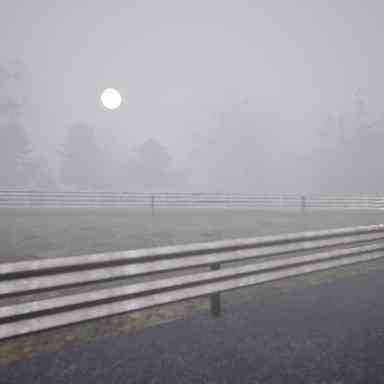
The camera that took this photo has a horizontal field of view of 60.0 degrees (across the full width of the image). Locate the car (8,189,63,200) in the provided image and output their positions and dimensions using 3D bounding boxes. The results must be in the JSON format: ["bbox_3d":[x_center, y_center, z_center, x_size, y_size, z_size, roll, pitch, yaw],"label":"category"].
[{"bbox_3d":[-14.525,0.478,31.022,4.674,1.442,1.812,1,0,-11],"label":"car"}]

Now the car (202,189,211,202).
[{"bbox_3d":[3.771,0.773,30.934,4.902,1.511,2.128,1,0,-11],"label":"car"}]

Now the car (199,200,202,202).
[{"bbox_3d":[3.079,0.613,34.361,4.553,1.767,2.097,1,0,-11],"label":"car"}]

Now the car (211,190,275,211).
[{"bbox_3d":[4.419,0.770,27.493,5.008,1.535,1.882,1,0,-11],"label":"car"}]
